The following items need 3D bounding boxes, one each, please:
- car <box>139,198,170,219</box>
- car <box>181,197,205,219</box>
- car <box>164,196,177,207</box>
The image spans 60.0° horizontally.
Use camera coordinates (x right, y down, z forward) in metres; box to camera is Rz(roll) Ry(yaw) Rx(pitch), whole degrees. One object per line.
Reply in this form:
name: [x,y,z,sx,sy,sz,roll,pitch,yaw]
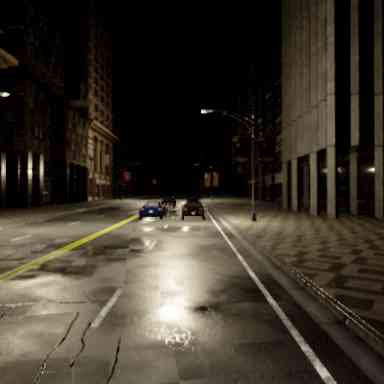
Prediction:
car: [-3.155,1.461,27.509,1.994,1.385,4.181,0,0,0]
car: [0.096,1.422,27.490,1.812,1.442,4.674,0,0,0]
car: [-3.157,1.312,45.994,2.128,1.511,4.902,0,0,0]
